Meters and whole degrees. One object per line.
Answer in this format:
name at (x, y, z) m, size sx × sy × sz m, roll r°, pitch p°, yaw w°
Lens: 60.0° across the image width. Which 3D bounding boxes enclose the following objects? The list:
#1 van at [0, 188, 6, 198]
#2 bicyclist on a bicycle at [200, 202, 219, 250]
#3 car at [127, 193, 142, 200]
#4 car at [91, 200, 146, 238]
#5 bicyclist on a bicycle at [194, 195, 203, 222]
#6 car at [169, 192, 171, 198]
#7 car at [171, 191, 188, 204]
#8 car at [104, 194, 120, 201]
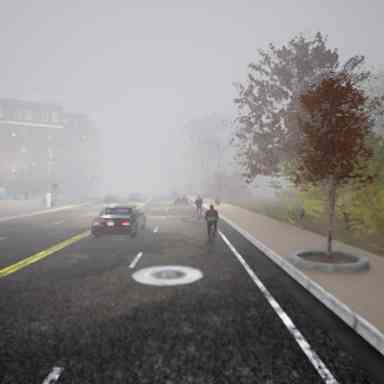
van at (-33.437, 0.108, 55.889) m, size 3.998 × 1.788 × 1.690 m, roll 0°, pitch 0°, yaw -33°
bicyclist on a bicycle at (0.739, 1.272, 12.290) m, size 0.582 × 1.620 × 1.656 m, roll 0°, pitch 1°, yaw -1°
car at (-8.380, 0.832, 49.149) m, size 2.033 × 1.411 × 5.357 m, roll 0°, pitch 1°, yaw -4°
car at (-3.389, 1.314, 16.108) m, size 2.033 × 1.411 × 5.357 m, roll 0°, pitch 1°, yaw -2°
bicyclist on a bicycle at (0.467, 1.045, 22.223) m, size 0.659 × 1.776 × 1.843 m, roll 0°, pitch 1°, yaw -2°
car at (-3.721, 0.440, 70.132) m, size 1.882 × 1.535 × 5.008 m, roll 0°, pitch 1°, yaw -6°
car at (-1.513, 0.888, 44.882) m, size 2.033 × 1.411 × 5.357 m, roll 0°, pitch 1°, yaw -3°
car at (-11.570, 0.905, 48.134) m, size 1.895 × 1.301 × 4.718 m, roll 0°, pitch 1°, yaw -6°
